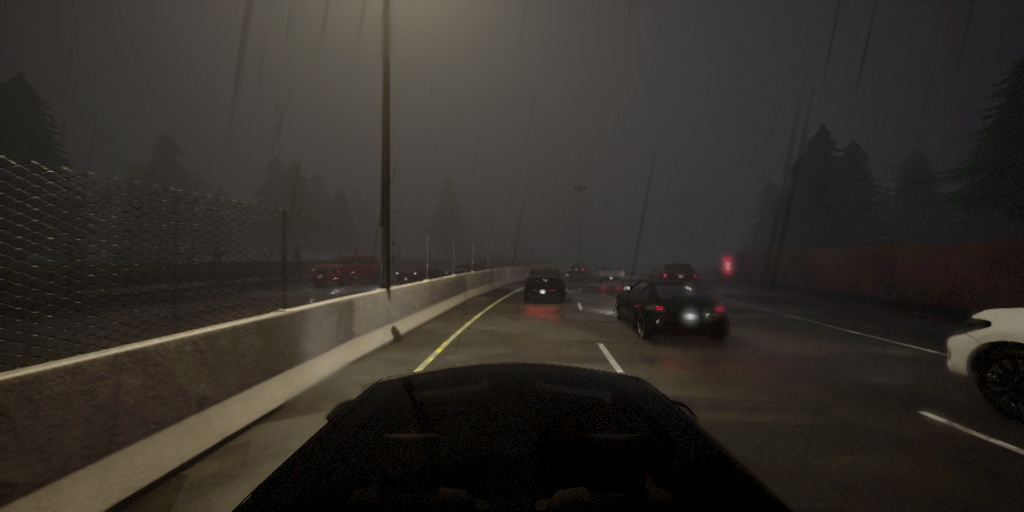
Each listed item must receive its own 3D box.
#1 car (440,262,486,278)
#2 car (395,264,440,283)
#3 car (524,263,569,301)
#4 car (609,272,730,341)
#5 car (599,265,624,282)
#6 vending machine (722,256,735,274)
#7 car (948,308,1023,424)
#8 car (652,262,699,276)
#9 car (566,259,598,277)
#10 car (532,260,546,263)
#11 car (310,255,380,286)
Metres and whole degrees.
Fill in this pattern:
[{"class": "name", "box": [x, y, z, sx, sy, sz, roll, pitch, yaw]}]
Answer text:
[{"class": "car", "box": [-3.412, 1.245, 27.493, 1.837, 1.490, 4.892, 0, 0, 15]}, {"class": "car", "box": [-7.024, 1.325, 27.707, 1.895, 1.301, 4.718, 0, 0, 15]}, {"class": "car", "box": [1.716, 1.267, 17.575, 1.837, 1.490, 4.892, 0, 0, 10]}, {"class": "car", "box": [4.186, 1.335, 10.046, 1.994, 1.385, 4.181, 0, 0, 5]}, {"class": "car", "box": [8.185, 1.395, 29.252, 1.895, 1.301, 4.718, 0, 0, 18]}, {"class": "vending machine", "box": [24.362, 1.068, 40.538, 1.100, 2.100, 0.880, 0, 0, 29]}, {"class": "car", "box": [7.166, 1.005, 2.560, 2.150, 2.045, 5.566, 0, 0, 1]}, {"class": "car", "box": [9.731, 1.152, 21.712, 2.097, 1.767, 4.553, 0, 0, 13]}, {"class": "car", "box": [7.075, 1.339, 36.469, 2.033, 1.411, 5.357, 0, 0, 22]}, {"class": "car", "box": [4.518, 1.386, 61.768, 1.895, 1.301, 4.718, 0, 0, 34]}, {"class": "car", "box": [-11.271, 0.927, 24.937, 2.150, 2.045, 5.566, 0, 0, 13]}]
